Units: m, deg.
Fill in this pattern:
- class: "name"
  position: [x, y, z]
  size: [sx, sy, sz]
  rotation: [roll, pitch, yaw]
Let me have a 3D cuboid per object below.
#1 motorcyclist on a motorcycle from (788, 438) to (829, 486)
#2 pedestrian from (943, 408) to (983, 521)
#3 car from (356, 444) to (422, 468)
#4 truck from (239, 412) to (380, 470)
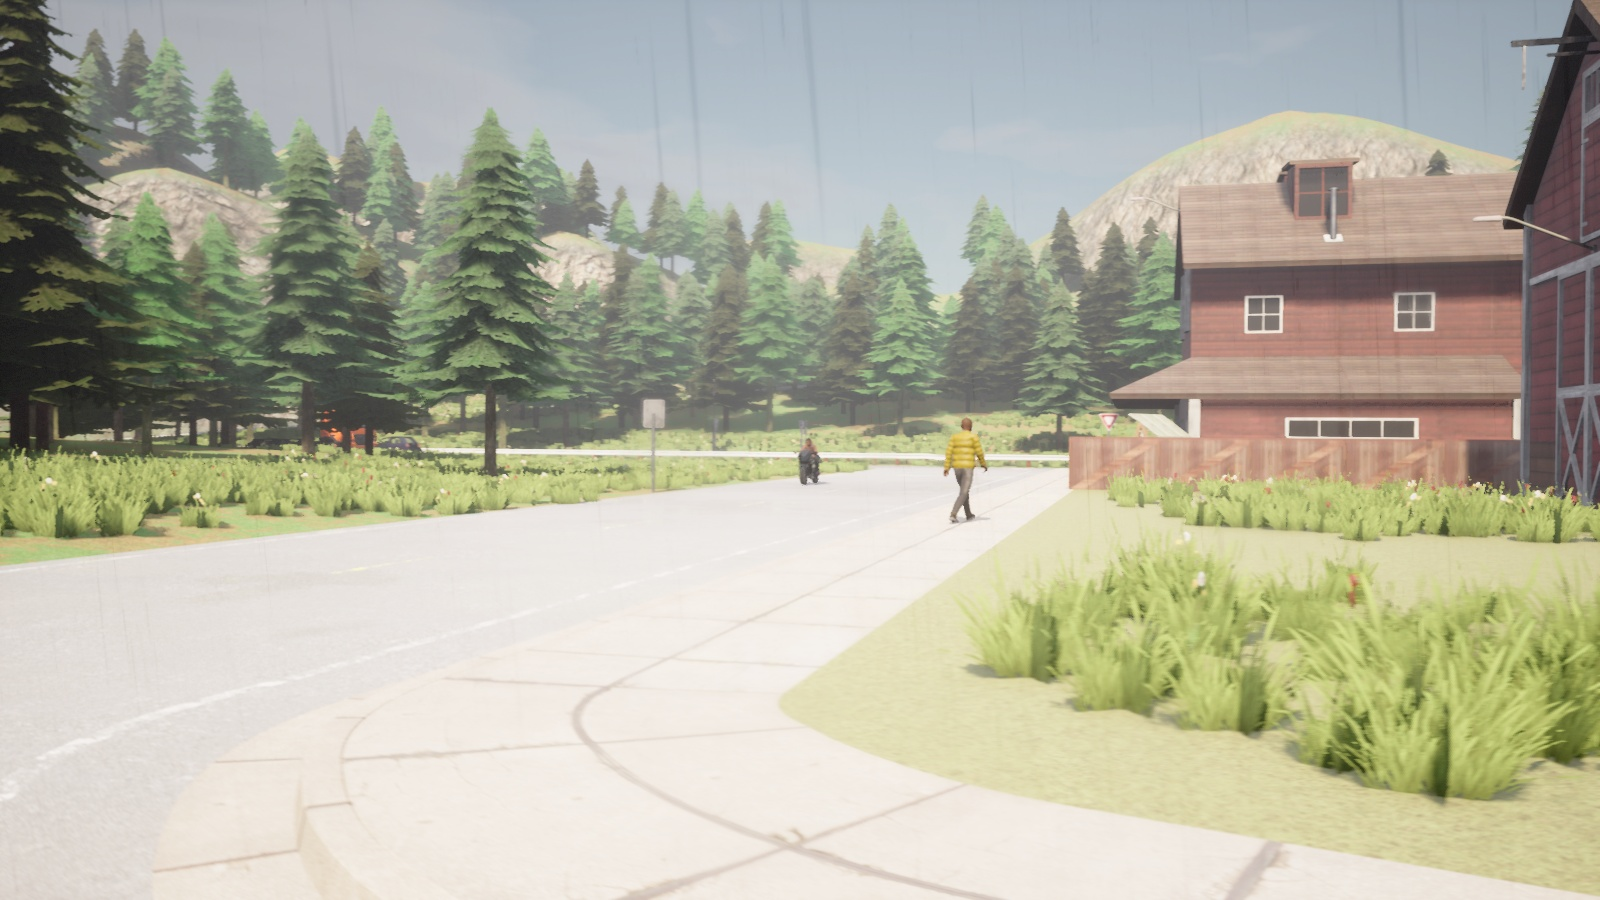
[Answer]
- class: "motorcyclist on a motorcycle"
  position: [0.291, 0.366, 40.635]
  size: [0.797, 1.523, 2.044]
  rotation: [0, 1, 15]
- class: "pedestrian"
  position: [2.720, 0.228, 20.878]
  size: [0.370, 1.835, 0.726]
  rotation: [0, 1, 33]
- class: "car"
  position: [-26.292, 0.385, 80.359]
  size: [3.633, 1.501, 1.845]
  rotation: [0, 1, 15]
- class: "truck"
  position: [-30.394, -0.540, 77.838]
  size: [7.936, 3.462, 2.891]
  rotation: [0, 1, 15]
